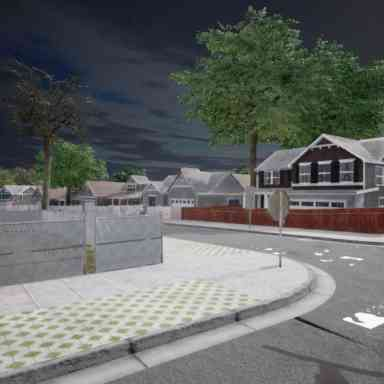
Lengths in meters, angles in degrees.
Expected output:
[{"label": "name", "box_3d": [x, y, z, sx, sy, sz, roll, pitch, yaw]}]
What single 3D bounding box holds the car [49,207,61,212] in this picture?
[{"label": "car", "box_3d": [-19.472, 2.811, 46.239, 2.128, 1.511, 4.902, 1, -2, -39]}]
